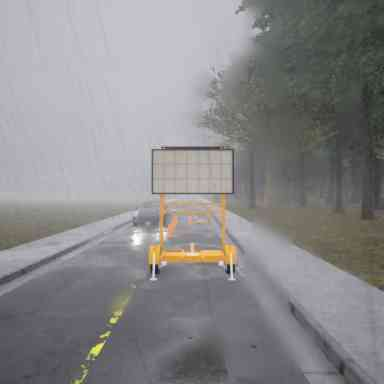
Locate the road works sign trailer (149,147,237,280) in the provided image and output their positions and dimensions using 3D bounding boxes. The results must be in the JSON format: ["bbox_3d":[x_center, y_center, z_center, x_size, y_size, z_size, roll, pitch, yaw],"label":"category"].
[{"bbox_3d":[0.019,0.464,9.873,2.380,3.560,2.880,0,0,0],"label":"road works sign trailer"}]

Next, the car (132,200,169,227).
[{"bbox_3d":[-2.708,1.351,22.720,2.097,1.767,4.553,0,0,0],"label":"car"}]
